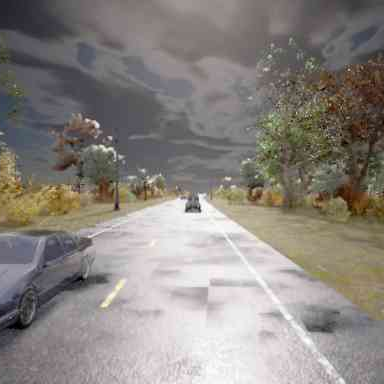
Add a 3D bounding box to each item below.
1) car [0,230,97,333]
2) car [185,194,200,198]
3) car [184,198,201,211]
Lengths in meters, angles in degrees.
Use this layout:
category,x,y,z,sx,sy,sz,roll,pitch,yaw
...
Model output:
category,x,y,z,sx,sy,sz,roll,pitch,yaw
car,-3.599,1.568,7.187,2.033,1.411,5.357,0,0,0
car,0.286,1.381,62.739,2.150,2.045,5.566,0,0,0
car,0.153,1.710,41.884,1.895,1.301,4.718,0,0,0
